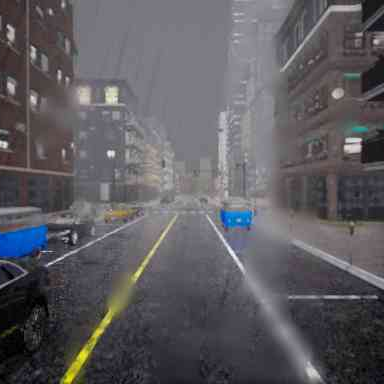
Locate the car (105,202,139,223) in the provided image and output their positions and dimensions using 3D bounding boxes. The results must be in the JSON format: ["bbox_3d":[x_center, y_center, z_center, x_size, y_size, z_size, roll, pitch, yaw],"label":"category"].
[{"bbox_3d":[-5.711,1.591,26.397,1.752,1.417,4.829,-1,0,0],"label":"car"}]

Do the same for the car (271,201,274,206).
[{"bbox_3d":[14.656,1.609,52.264,4.313,1.339,1.947,0,1,0],"label":"car"}]

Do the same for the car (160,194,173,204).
[{"bbox_3d":[-5.726,1.732,70.297,1.887,1.381,4.507,-1,0,0],"label":"car"}]

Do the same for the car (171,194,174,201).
[{"bbox_3d":[-5.730,1.644,75.947,1.967,1.590,4.097,-1,0,0],"label":"car"}]

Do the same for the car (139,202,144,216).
[{"bbox_3d":[-5.713,1.631,32.231,2.008,1.369,4.403,-1,0,0],"label":"car"}]

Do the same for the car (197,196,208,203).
[{"bbox_3d":[2.618,1.751,76.007,1.887,1.381,4.507,-1,0,0],"label":"car"}]

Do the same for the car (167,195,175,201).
[{"bbox_3d":[-5.736,1.697,92.893,1.967,1.590,4.097,-1,0,0],"label":"car"}]

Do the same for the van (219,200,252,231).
[{"bbox_3d":[2.669,1.393,20.871,1.690,1.788,3.998,-1,0,0],"label":"van"}]

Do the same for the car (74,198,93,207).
[{"bbox_3d":[-17.903,1.635,52.198,4.829,1.417,1.752,0,1,0],"label":"car"}]

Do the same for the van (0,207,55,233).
[{"bbox_3d":[-5.707,1.364,9.576,1.690,1.788,3.998,-1,0,0],"label":"van"}]

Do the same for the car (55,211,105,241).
[{"bbox_3d":[-5.706,1.588,15.239,2.008,1.369,4.403,-1,0,0],"label":"car"}]

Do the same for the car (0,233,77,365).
[{"bbox_3d":[-3.101,1.499,3.298,2.128,1.511,4.902,0,0,0],"label":"car"}]
